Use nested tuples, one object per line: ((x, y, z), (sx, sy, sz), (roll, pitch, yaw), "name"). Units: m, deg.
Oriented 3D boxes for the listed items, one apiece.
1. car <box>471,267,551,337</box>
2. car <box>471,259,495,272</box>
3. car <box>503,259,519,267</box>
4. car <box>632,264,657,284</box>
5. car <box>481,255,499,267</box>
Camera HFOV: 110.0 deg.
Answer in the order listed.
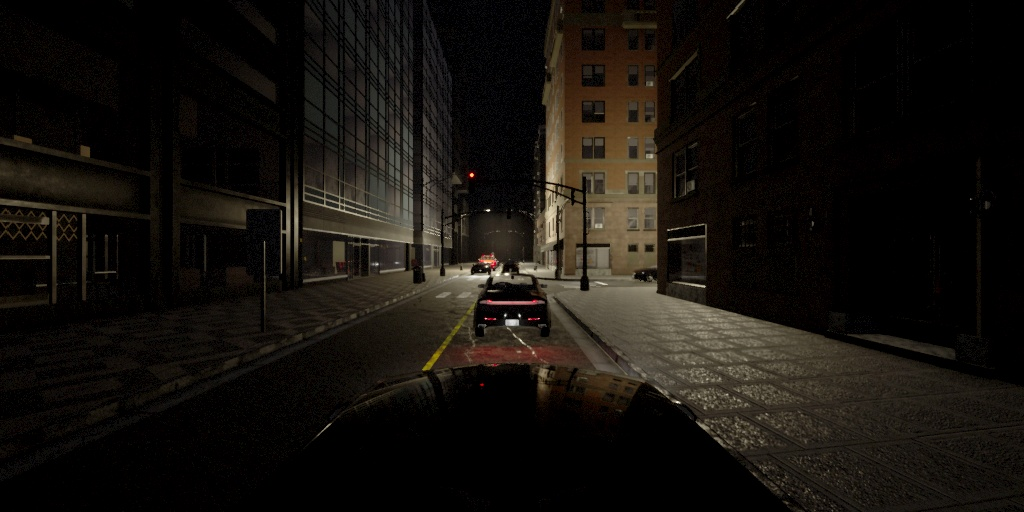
((0.016, 1.240, 10.256), (2.128, 1.511, 4.902), (0, 0, 0), "car")
((-3.210, 1.290, 38.129), (1.994, 1.385, 4.181), (0, 0, 0), "car")
((-0.120, 1.249, 40.873), (1.812, 1.442, 4.674), (0, 0, 1), "car")
((11.254, 1.195, 26.087), (4.902, 1.511, 2.128), (0, 0, 0), "car")
((-3.232, 0.940, 47.548), (2.150, 2.045, 5.566), (0, 0, 0), "car")
